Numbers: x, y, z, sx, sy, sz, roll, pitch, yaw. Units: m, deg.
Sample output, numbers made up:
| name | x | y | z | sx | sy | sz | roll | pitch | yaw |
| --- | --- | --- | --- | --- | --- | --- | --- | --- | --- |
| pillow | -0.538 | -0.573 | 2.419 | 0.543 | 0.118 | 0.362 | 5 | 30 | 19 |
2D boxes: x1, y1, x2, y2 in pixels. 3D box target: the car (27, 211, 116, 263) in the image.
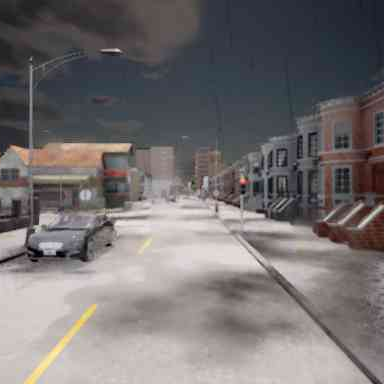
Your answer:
| name | x | y | z | sx | sy | sz | roll | pitch | yaw |
| --- | --- | --- | --- | --- | --- | --- | --- | --- | --- |
| car | -4.072 | 1.467 | 11.995 | 2.128 | 1.511 | 4.902 | 0 | 0 | 0 |

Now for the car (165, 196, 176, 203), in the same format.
| name | x | y | z | sx | sy | sz | roll | pitch | yaw |
| --- | --- | --- | --- | --- | --- | --- | --- | --- | --- |
| car | -3.992 | 1.414 | 63.148 | 2.033 | 1.411 | 5.357 | 0 | 0 | 1 |
